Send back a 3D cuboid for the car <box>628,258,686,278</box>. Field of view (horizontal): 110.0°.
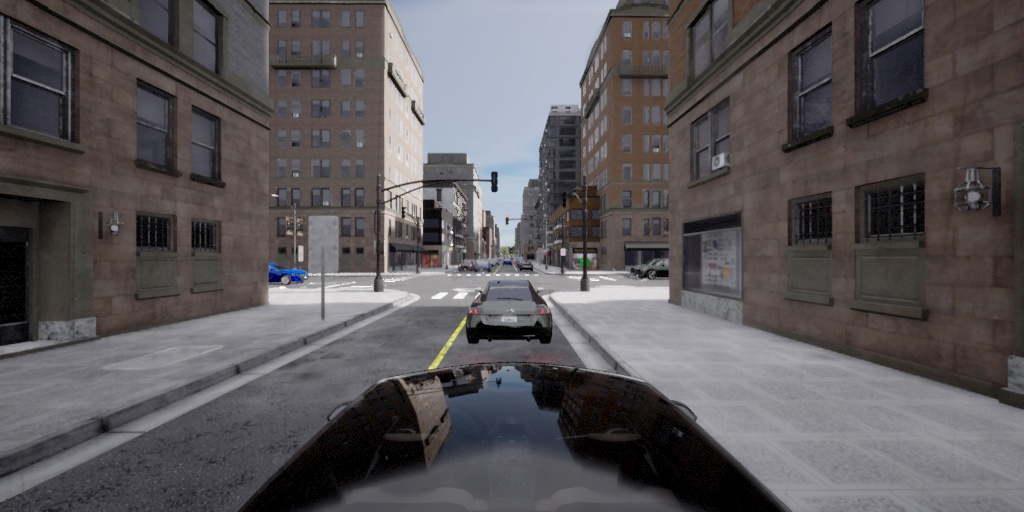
[{"bbox_3d":[13.378,1.048,33.313,4.553,1.767,2.097,0,0,-1],"label":"car"}]

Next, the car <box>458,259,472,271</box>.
[{"bbox_3d":[-6.124,1.224,48.620,1.967,1.591,4.097,0,0,0],"label":"car"}]

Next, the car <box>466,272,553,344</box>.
[{"bbox_3d":[-0.070,1.313,9.613,1.994,1.385,4.181,0,0,0],"label":"car"}]

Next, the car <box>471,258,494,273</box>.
[{"bbox_3d":[-3.574,1.304,44.668,1.812,1.442,4.674,0,0,1],"label":"car"}]

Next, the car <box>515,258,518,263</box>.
[{"bbox_3d":[1.811,1.384,59.707,1.802,1.307,4.207,0,0,0],"label":"car"}]

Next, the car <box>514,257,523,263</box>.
[{"bbox_3d":[1.766,1.379,65.217,1.948,1.339,4.313,0,0,0],"label":"car"}]

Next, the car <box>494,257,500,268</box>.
[{"bbox_3d":[-3.668,1.353,61.473,2.033,1.411,5.357,0,0,0],"label":"car"}]

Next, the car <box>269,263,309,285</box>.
[{"bbox_3d":[-17.583,1.285,26.197,5.008,1.535,1.882,0,0,1],"label":"car"}]

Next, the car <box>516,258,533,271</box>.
[{"bbox_3d":[1.901,1.350,48.685,1.948,1.339,4.313,0,0,0],"label":"car"}]

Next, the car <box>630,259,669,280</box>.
[{"bbox_3d":[12.730,1.045,30.053,4.553,1.767,2.097,0,0,-1],"label":"car"}]
